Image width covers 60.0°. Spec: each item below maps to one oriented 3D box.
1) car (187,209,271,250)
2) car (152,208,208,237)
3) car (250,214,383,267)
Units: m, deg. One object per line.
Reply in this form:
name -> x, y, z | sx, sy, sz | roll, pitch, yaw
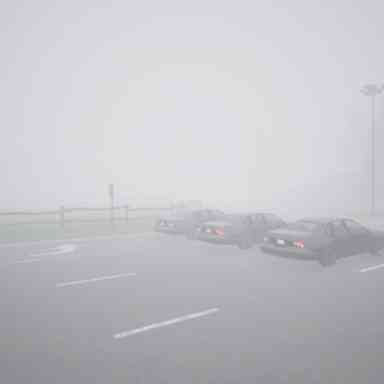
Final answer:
car -> 2.684, 1.550, 14.295 | 5.357, 1.411, 2.033 | 0, 0, -35
car -> 0.630, 1.550, 17.174 | 5.357, 1.411, 2.033 | 0, 0, -36
car -> 4.722, 1.550, 11.452 | 5.357, 1.411, 2.033 | 0, 0, -35
